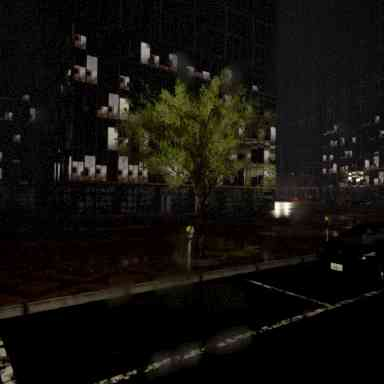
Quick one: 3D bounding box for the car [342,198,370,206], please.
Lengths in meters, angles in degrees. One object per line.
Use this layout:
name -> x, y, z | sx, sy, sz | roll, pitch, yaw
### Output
car -> 29.609, 1.767, 59.317 | 2.008, 1.369, 4.403 | 1, -1, -20

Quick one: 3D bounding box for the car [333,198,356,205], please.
car -> 33.140, 1.990, 72.550 | 2.008, 1.369, 4.403 | 1, -1, -20

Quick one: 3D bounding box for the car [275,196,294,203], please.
car -> 21.895, 1.800, 80.313 | 1.967, 1.590, 4.097 | 1, -1, -20

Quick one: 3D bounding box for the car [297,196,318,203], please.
car -> 29.284, 1.826, 83.055 | 2.192, 1.841, 5.009 | 1, -1, -20

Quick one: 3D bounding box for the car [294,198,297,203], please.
car -> 27.351, 2.129, 88.303 | 1.802, 1.307, 4.206 | 1, -1, -20

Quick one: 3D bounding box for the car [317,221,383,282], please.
car -> 5.565, 1.575, 9.832 | 4.313, 1.339, 1.947 | 0, 1, -34

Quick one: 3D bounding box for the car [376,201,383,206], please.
car -> 36.941, 1.894, 62.208 | 1.752, 1.417, 4.829 | 1, -1, -20

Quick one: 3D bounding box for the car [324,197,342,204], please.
car -> 27.682, 1.693, 64.567 | 1.967, 1.590, 4.097 | 1, -1, -20
